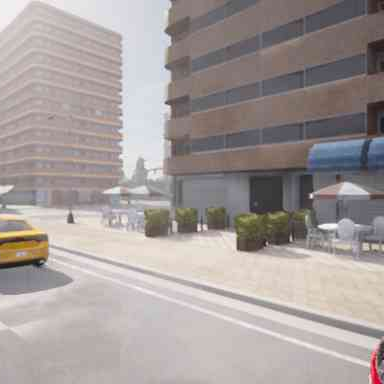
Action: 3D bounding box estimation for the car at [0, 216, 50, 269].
[{"bbox_3d":[-6.285,1.492,10.474,5.008,1.535,1.882,0,0,44],"label":"car"}]

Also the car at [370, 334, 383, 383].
[{"bbox_3d":[3.909,1.236,1.431,5.566,2.045,2.150,0,0,32],"label":"car"}]
